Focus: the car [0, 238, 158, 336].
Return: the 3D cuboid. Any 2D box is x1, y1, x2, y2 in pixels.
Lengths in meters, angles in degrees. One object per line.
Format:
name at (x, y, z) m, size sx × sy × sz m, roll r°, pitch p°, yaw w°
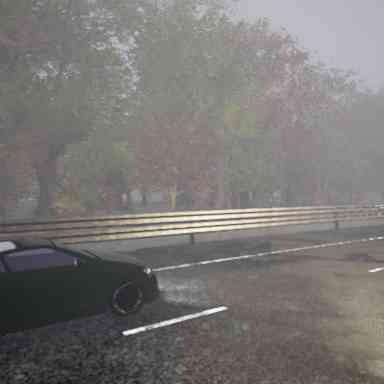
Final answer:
car at (-2.719, 1.555, 6.020) m, size 4.181 × 1.385 × 1.994 m, roll 0°, pitch 0°, yaw -35°
